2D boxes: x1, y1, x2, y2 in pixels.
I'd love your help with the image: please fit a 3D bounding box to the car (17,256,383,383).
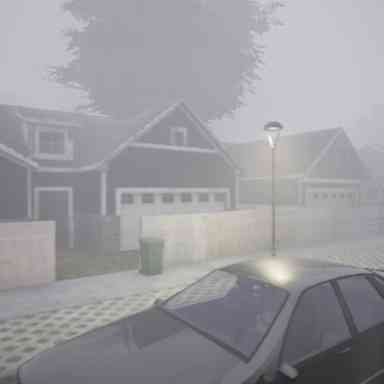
[{"bbox_3d":[0.987,1.541,3.780,5.357,1.411,2.033,0,0,-35],"label":"car"}]
